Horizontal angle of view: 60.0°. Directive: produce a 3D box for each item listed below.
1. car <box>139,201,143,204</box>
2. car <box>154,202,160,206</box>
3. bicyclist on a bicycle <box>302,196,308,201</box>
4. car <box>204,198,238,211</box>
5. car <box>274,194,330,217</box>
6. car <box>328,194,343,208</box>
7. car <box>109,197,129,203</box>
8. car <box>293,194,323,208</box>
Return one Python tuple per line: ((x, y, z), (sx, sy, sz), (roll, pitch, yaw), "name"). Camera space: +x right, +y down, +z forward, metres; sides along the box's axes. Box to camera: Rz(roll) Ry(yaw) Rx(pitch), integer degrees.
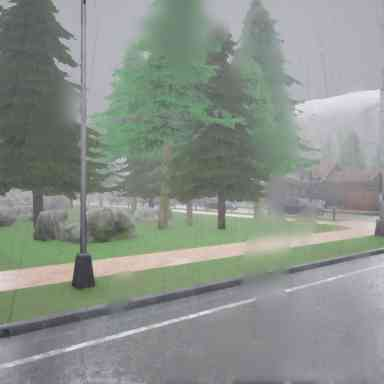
((-7.477, 1.587, 59.441), (1.895, 1.301, 4.718), (0, 0, -42), "car")
((-4.415, 1.488, 50.141), (1.837, 1.490, 4.892), (0, 1, -38), "car")
((13.214, 1.267, 39.182), (1.656, 1.620, 0.582), (0, 0, -37), "bicyclist on a bicycle")
((3.398, 1.478, 39.810), (2.128, 1.511, 4.902), (0, 0, -37), "car")
((9.945, 1.338, 31.042), (2.097, 1.767, 4.553), (0, 0, -37), "car")
((17.375, 1.160, 42.723), (4.605, 1.855, 1.932), (0, 0, -37), "car")
((-14.619, 1.477, 66.395), (4.902, 1.511, 2.128), (0, 0, 42), "car")
((15.556, 1.161, 44.502), (3.866, 1.878, 1.905), (0, 0, -37), "car")
